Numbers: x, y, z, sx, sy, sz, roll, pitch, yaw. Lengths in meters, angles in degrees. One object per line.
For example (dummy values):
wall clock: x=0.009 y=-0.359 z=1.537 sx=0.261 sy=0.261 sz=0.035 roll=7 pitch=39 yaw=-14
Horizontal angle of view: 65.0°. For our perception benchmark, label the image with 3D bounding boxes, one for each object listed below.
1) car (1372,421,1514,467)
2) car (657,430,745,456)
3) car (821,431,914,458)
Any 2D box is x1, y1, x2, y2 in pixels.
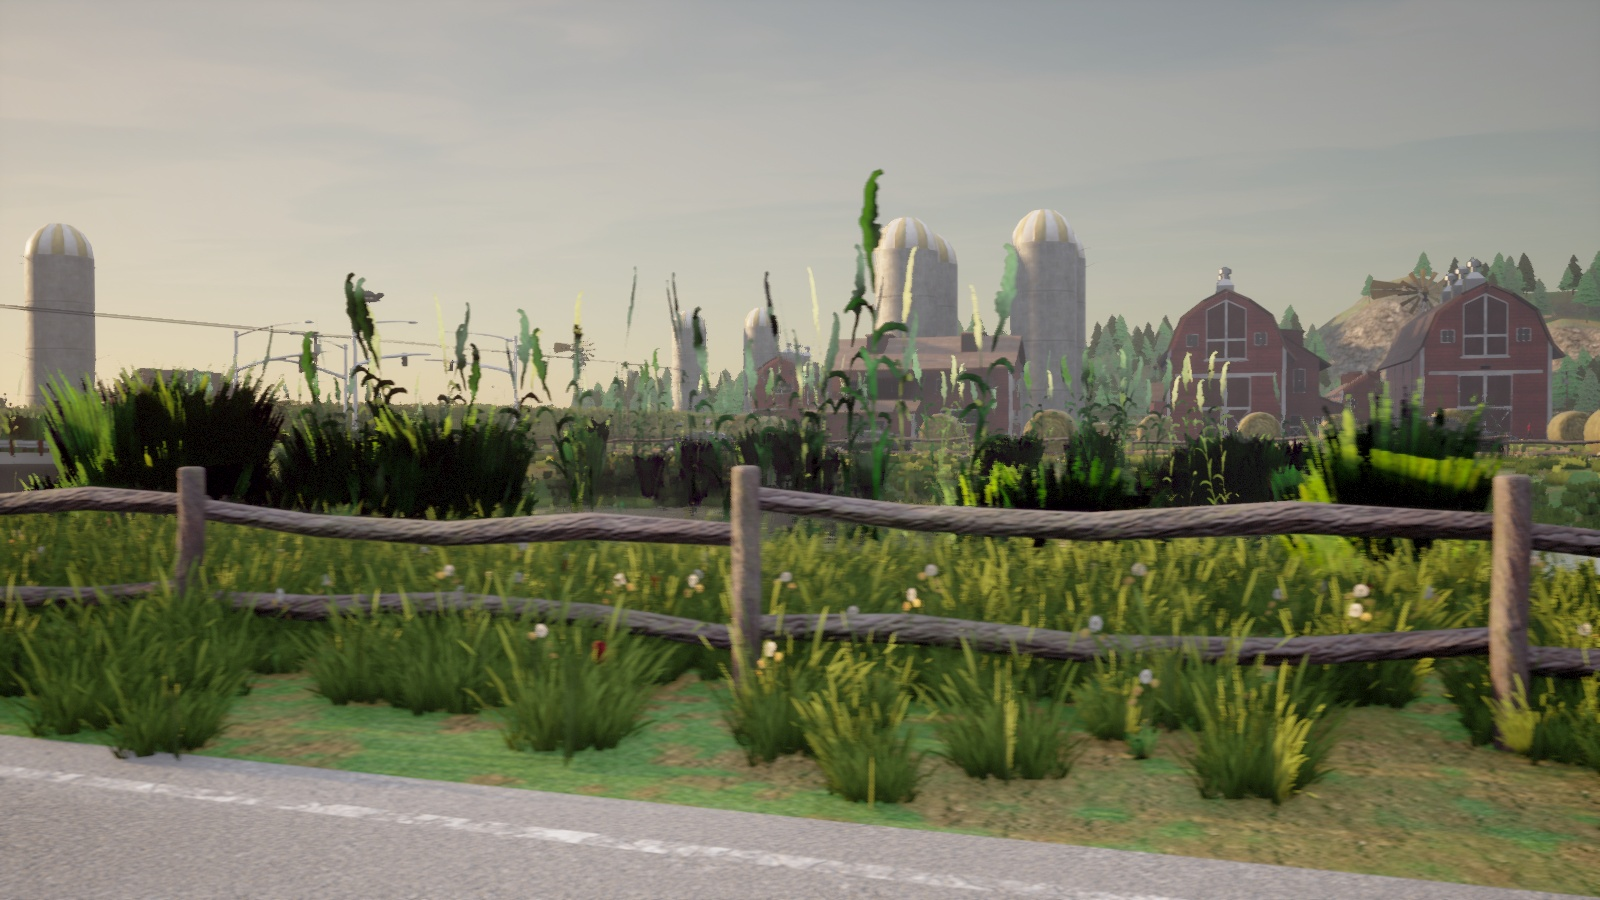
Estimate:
car: x=29.313 y=-0.289 z=57.496 sx=5.566 sy=2.045 sz=2.150 roll=1 pitch=1 yaw=21
car: x=-5.857 y=-0.409 z=74.586 sx=4.892 sy=1.490 sz=1.837 roll=1 pitch=1 yaw=21
car: x=3.812 y=-0.315 z=70.917 sx=4.892 sy=1.490 sz=1.837 roll=0 pitch=1 yaw=21
